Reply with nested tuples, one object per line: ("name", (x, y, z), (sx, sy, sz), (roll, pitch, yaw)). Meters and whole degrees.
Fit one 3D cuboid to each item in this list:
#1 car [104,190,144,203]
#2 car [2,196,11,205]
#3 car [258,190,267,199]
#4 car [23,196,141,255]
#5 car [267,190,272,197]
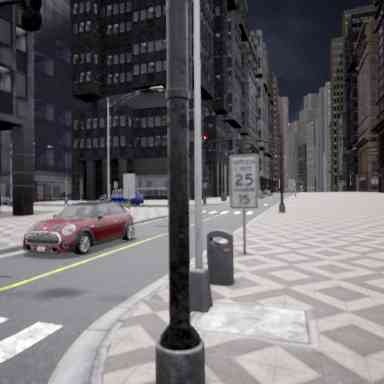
("car", (-8.540, 0.740, 40.347), (5.566, 2.045, 2.150), (0, 0, 20))
("car", (-28.044, 1.224, 47.052), (5.357, 1.411, 2.033), (0, 0, 19))
("car", (11.404, 0.478, 58.008), (1.837, 1.490, 4.892), (-1, 1, 19))
("car", (-4.059, 1.188, 12.639), (2.097, 1.767, 4.553), (-1, 0, 19))
("car", (16.377, 0.292, 72.372), (1.994, 1.385, 4.181), (-1, 1, 19))
